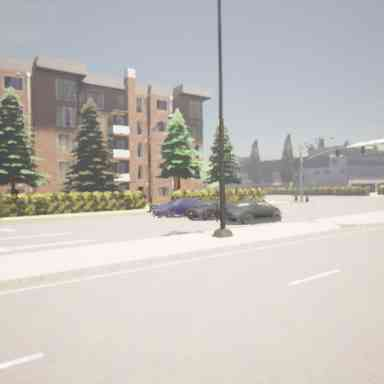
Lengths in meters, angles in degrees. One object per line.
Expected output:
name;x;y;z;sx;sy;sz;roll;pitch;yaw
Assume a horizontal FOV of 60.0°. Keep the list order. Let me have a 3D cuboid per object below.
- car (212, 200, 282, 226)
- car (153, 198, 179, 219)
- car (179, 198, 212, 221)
car;3.655;1.232;20.737;4.181;1.385;1.994;-2;1;-36
car;-0.839;1.205;26.118;4.674;1.442;1.812;-2;1;-36
car;1.546;1.234;23.532;4.181;1.385;1.994;-2;1;-36
